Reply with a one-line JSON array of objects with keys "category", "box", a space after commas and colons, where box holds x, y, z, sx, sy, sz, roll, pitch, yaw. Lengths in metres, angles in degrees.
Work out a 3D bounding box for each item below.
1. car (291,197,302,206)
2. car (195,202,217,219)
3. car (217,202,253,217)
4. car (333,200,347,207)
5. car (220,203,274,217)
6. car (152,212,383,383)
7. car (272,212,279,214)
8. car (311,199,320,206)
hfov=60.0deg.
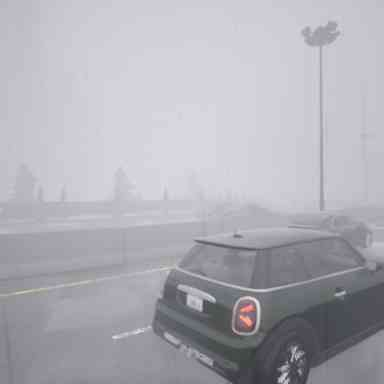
[{"category": "car", "box": [20.778, 1.825, 66.316, 2.097, 1.767, 4.553, 0, -1, 15]}, {"category": "car", "box": [2.275, 1.652, 30.247, 1.837, 1.490, 4.892, 0, 0, 41]}, {"category": "car", "box": [4.548, 1.605, 27.534, 1.882, 1.535, 5.008, 0, 0, 41]}, {"category": "car", "box": [25.436, 1.959, 57.129, 1.895, 1.301, 4.718, 0, -1, 19]}, {"category": "car", "box": [4.124, 1.657, 21.932, 1.994, 1.385, 4.181, 0, 0, 44]}, {"category": "car", "box": [1.706, 1.369, 5.360, 4.553, 1.767, 2.097, 0, 0, -38]}, {"category": "car", "box": [5.420, 1.550, 13.110, 4.892, 1.490, 1.837, 0, 0, -42]}, {"category": "car", "box": [23.594, 1.972, 63.159, 2.033, 1.411, 5.357, 0, -1, 16]}]
